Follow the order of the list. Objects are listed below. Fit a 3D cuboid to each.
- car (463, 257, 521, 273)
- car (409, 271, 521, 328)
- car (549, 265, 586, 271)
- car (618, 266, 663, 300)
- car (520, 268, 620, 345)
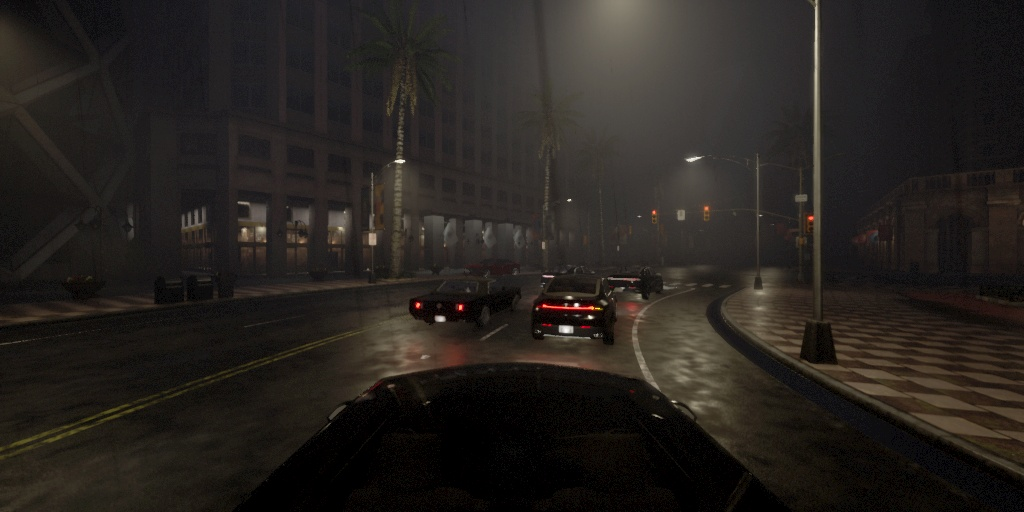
[{"bbox_3d":[-1.379,0.828,25.802,1.882,1.535,5.008,0,0,40],"label":"car"},{"bbox_3d":[-1.166,1.346,11.461,1.895,1.301,4.718,0,0,18],"label":"car"},{"bbox_3d":[3.327,1.226,19.721,2.128,1.511,4.902,0,0,33],"label":"car"},{"bbox_3d":[6.150,1.224,17.755,2.128,1.511,4.902,0,0,33],"label":"car"},{"bbox_3d":[1.830,1.248,9.629,1.837,1.490,4.892,0,0,17],"label":"car"}]
